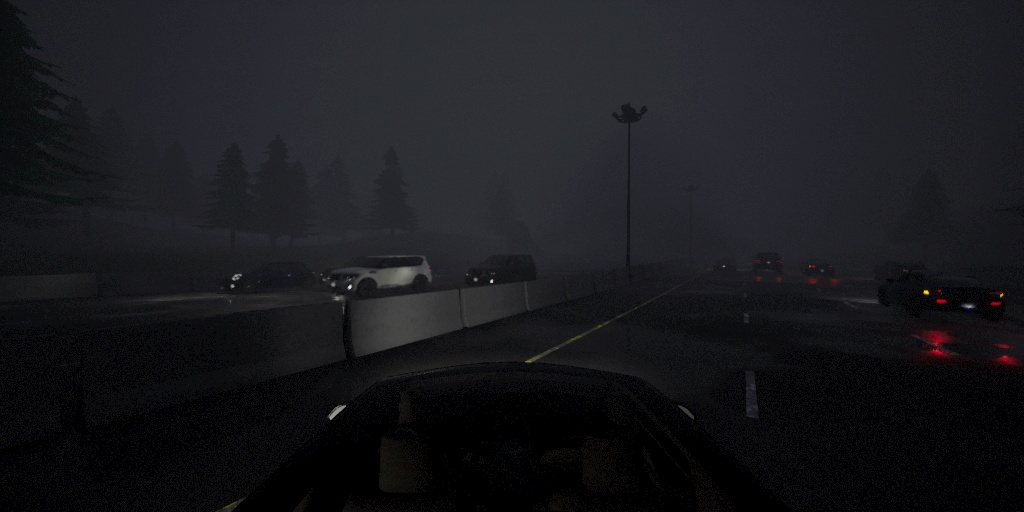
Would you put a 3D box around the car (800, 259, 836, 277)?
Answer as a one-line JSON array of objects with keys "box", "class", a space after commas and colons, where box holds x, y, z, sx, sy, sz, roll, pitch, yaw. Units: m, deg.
[{"box": [26.504, 0.967, 31.113, 1.812, 1.442, 4.674, 0, 1, 33], "class": "car"}]

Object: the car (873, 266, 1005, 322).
[{"box": [14.347, 1.232, 12.218, 1.812, 1.442, 4.674, 0, 0, 33], "class": "car"}]

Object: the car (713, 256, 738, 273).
[{"box": [21.991, 0.956, 37.038, 1.994, 1.385, 4.181, 0, 1, 33], "class": "car"}]

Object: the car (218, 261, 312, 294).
[{"box": [-13.851, 1.079, 20.508, 2.097, 1.767, 4.553, 0, 0, 33], "class": "car"}]

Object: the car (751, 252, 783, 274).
[{"box": [24.559, 0.628, 34.556, 2.150, 2.045, 5.566, 0, 1, 33], "class": "car"}]

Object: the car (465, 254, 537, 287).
[{"box": [-0.492, 0.915, 21.862, 2.150, 2.045, 5.566, 0, 0, 33], "class": "car"}]

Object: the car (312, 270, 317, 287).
[{"box": [-8.748, 0.935, 21.972, 2.150, 2.045, 5.566, 0, 0, 33], "class": "car"}]

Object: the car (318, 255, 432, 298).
[{"box": [-6.680, 0.945, 18.717, 2.150, 2.045, 5.566, 0, 0, 33], "class": "car"}]

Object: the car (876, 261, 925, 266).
[{"box": [26.208, 1.042, 24.185, 1.837, 1.490, 4.892, 0, 1, 33], "class": "car"}]
